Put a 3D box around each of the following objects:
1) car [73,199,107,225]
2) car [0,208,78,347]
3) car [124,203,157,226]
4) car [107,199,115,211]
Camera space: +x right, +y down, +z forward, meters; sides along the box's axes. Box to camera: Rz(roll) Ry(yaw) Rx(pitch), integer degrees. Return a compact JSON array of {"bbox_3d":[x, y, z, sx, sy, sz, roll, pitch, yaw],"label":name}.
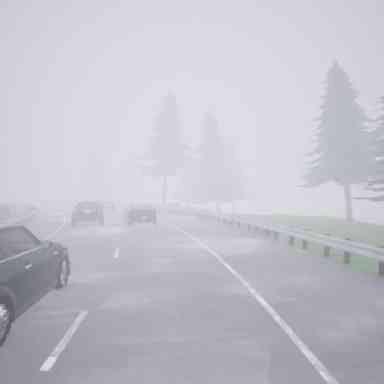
[{"bbox_3d":[-7.607,1.391,24.357,2.097,1.767,4.553,0,0,-17],"label":"car"},{"bbox_3d":[-3.909,1.372,6.302,2.097,1.767,4.553,0,0,-5],"label":"car"},{"bbox_3d":[-3.809,1.498,23.937,1.882,1.535,5.008,0,0,-17],"label":"car"},{"bbox_3d":[-10.862,1.560,40.566,2.163,1.488,4.792,0,0,-28],"label":"car"}]
